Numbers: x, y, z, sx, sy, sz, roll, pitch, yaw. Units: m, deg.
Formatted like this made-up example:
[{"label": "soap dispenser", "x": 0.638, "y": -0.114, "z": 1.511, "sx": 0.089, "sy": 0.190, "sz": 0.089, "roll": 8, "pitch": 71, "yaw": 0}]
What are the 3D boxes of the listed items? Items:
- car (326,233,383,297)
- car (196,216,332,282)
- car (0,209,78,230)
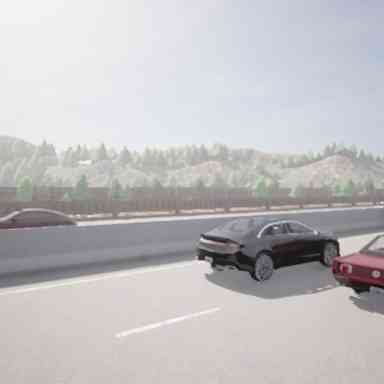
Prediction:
[{"label": "car", "x": 5.310, "y": 1.581, "z": 7.536, "sx": 4.718, "sy": 1.301, "sz": 1.895, "roll": 0, "pitch": 0, "yaw": -36}, {"label": "car", "x": 2.393, "y": 1.474, "z": 9.755, "sx": 4.902, "sy": 1.511, "sz": 2.128, "roll": 0, "pitch": 0, "yaw": -36}, {"label": "car", "x": -7.769, "y": 1.520, "z": 15.535, "sx": 4.674, "sy": 1.442, "sz": 1.812, "roll": 0, "pitch": 0, "yaw": -35}]
